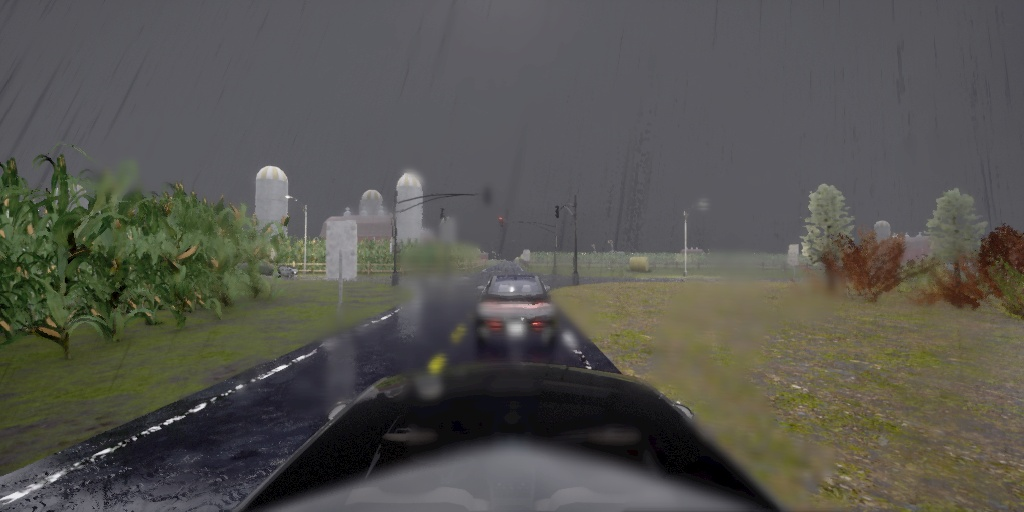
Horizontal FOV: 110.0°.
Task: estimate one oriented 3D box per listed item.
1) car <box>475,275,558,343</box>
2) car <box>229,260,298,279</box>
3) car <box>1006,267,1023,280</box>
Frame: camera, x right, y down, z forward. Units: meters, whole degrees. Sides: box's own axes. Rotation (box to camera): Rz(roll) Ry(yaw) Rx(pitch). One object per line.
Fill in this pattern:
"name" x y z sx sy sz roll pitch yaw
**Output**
"car" 0.098 1.246 9.659 2.128 1.511 4.902 0 0 0
"car" -19.949 1.062 28.808 4.902 1.511 2.128 0 -1 -4
"car" 48.657 1.724 33.527 4.674 1.442 1.812 1 -1 -5
